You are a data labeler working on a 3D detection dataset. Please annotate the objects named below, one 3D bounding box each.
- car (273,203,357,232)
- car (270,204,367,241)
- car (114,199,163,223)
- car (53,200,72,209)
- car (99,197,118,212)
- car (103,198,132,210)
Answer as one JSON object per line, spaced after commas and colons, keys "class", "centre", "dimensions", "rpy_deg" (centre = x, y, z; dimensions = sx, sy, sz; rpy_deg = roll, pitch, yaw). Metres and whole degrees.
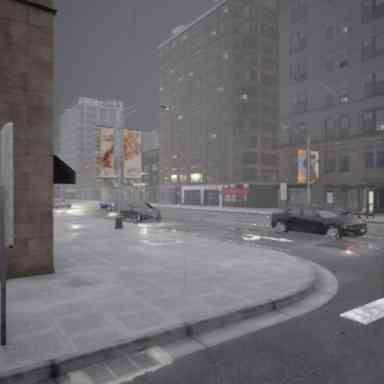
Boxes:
{"class": "car", "centre": [7.738, 1.529, 21.370], "dimensions": [1.837, 1.490, 4.892], "rpy_deg": [0, 0, -36]}
{"class": "car", "centre": [6.397, 1.499, 17.315], "dimensions": [1.882, 1.535, 5.008], "rpy_deg": [0, 0, -36]}
{"class": "car", "centre": [-4.140, 1.552, 26.455], "dimensions": [1.837, 1.490, 4.892], "rpy_deg": [0, 0, -36]}
{"class": "car", "centre": [-18.239, 1.703, 46.308], "dimensions": [1.895, 1.301, 4.718], "rpy_deg": [0, 0, -35]}
{"class": "car", "centre": [-9.376, 1.427, 39.380], "dimensions": [2.097, 1.767, 4.553], "rpy_deg": [0, 0, -35]}
{"class": "car", "centre": [-10.571, 1.636, 46.950], "dimensions": [2.033, 1.411, 5.357], "rpy_deg": [0, 0, -36]}
